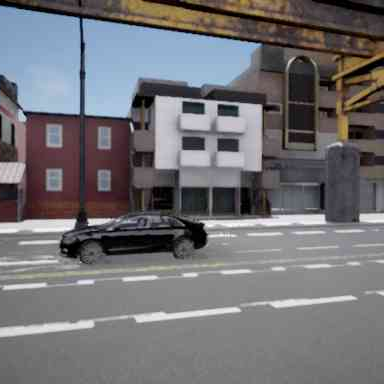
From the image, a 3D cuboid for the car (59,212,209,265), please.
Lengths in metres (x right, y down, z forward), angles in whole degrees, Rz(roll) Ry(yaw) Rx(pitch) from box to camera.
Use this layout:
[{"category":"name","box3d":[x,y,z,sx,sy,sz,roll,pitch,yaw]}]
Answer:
[{"category":"car","box3d":[-1.846,1.442,11.250,4.902,1.511,2.128,0,0,-16]}]
